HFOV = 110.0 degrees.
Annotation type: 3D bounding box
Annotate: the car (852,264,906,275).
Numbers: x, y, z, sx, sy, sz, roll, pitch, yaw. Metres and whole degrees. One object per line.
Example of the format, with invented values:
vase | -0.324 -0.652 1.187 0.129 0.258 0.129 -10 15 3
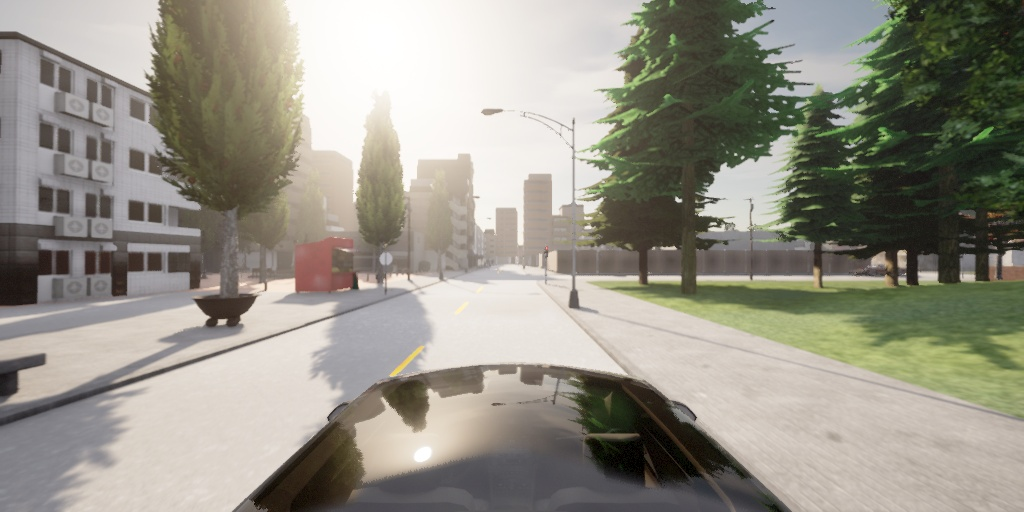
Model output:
car | 42.268 1.559 41.340 4.718 1.301 1.895 0 -1 0
